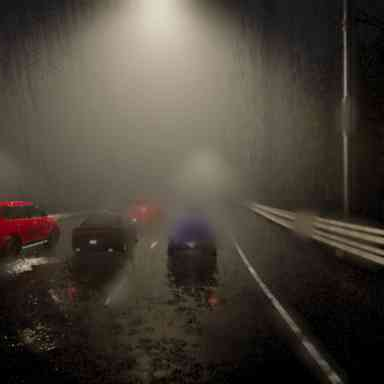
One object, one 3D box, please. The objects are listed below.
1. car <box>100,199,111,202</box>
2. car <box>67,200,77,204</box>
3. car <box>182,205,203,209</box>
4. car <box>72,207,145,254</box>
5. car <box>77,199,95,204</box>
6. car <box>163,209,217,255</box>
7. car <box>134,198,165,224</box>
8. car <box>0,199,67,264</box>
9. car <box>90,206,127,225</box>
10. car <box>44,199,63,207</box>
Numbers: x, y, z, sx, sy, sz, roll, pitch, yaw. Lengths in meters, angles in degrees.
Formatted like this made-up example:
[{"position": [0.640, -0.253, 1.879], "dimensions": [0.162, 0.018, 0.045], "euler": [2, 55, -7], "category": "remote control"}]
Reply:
[{"position": [-17.511, 2.259, 67.387], "dimensions": [1.882, 1.535, 5.008], "euler": [0, -1, 0], "category": "car"}, {"position": [-24.511, 2.306, 67.385], "dimensions": [1.812, 1.442, 4.674], "euler": [0, -1, 0], "category": "car"}, {"position": [0.024, 1.844, 28.884], "dimensions": [1.812, 1.442, 4.674], "euler": [0, 0, 1], "category": "car"}, {"position": [-3.471, 1.632, 14.231], "dimensions": [1.882, 1.535, 5.008], "euler": [0, 0, 1], "category": "car"}, {"position": [-21.011, 2.260, 67.387], "dimensions": [1.882, 1.535, 5.008], "euler": [0, -1, 0], "category": "car"}, {"position": [0.025, 1.676, 13.884], "dimensions": [1.812, 1.442, 4.674], "euler": [0, 0, 1], "category": "car"}, {"position": [-3.493, 1.529, 27.554], "dimensions": [2.150, 2.045, 5.566], "euler": [0, 0, 0], "category": "car"}, {"position": [-6.992, 1.362, 12.550], "dimensions": [2.150, 2.045, 5.566], "euler": [0, 0, 0], "category": "car"}, {"position": [-6.986, 1.913, 28.234], "dimensions": [1.895, 1.301, 4.718], "euler": [0, -1, 0], "category": "car"}, {"position": [-28.011, 2.282, 67.385], "dimensions": [1.837, 1.490, 4.892], "euler": [0, -1, 0], "category": "car"}]
